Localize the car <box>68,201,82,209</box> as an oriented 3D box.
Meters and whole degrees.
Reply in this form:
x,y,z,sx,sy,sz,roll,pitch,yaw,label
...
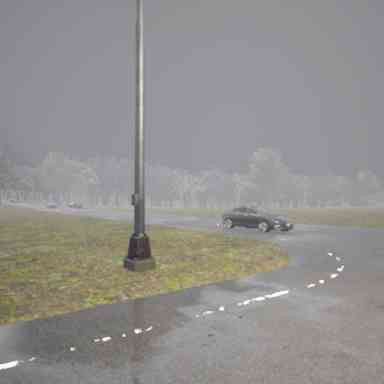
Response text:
x,y,z,sx,sy,sz,roll,pitch,yaw,label
-25.832,2.872,73.312,2.097,1.767,4.553,3,-3,-36,car

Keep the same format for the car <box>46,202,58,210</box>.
x,y,z,sx,sy,sz,roll,pitch,yaw,label
-28.194,2.709,66.971,1.882,1.535,5.008,3,-2,-29,car

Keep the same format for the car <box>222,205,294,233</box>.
x,y,z,sx,sy,sz,roll,pitch,yaw,label
3.823,1.587,19.997,1.837,1.490,4.892,3,-3,-36,car
